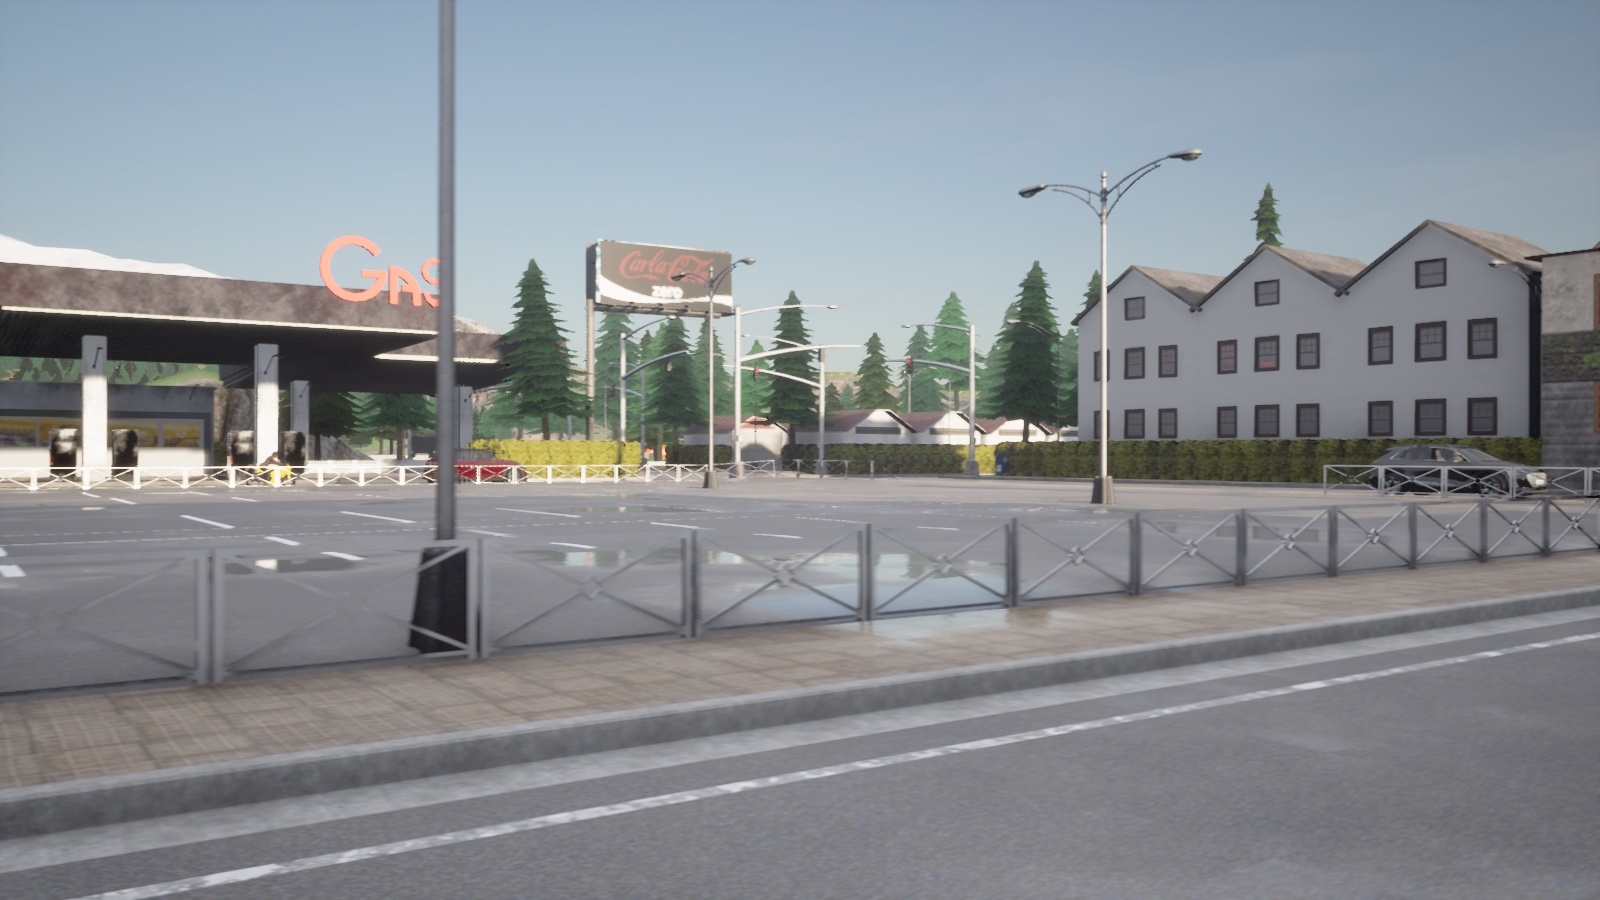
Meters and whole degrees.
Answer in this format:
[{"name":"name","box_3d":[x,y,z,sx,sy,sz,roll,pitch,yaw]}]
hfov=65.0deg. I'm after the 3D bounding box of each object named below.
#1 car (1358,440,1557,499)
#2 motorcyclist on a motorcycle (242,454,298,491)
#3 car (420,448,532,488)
[{"name":"car","box_3d":[19.415,0.549,37.296,2.033,1.649,4.856,0,0,-35]},{"name":"motorcyclist on a motorcycle","box_3d":[-22.137,0.918,52.497,2.044,1.523,0.797,0,0,-35]},{"name":"car","box_3d":[-14.818,0.791,57.531,4.553,1.767,2.097,0,0,-35]}]
